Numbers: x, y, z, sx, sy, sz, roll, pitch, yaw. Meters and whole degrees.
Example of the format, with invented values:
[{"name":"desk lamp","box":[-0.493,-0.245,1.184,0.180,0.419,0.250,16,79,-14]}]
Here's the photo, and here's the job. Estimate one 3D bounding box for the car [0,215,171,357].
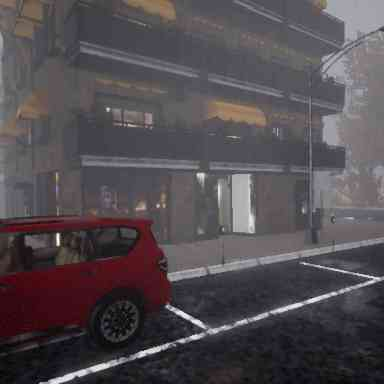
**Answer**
[{"name":"car","box":[-2.659,1.314,4.680,5.009,1.841,2.192,0,-1,-35]}]
